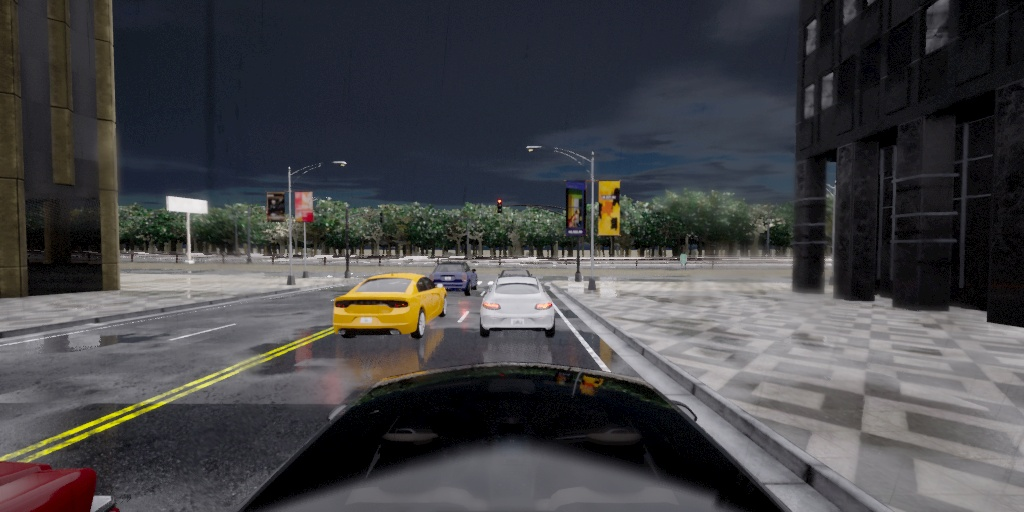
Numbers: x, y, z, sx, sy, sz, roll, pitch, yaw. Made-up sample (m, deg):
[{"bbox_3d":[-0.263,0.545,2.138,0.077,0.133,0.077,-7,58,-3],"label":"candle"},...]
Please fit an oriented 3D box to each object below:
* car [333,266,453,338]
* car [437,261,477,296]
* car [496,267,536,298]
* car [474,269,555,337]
[{"bbox_3d":[-3.114,1.223,10.157,1.882,1.535,5.008,0,0,0],"label":"car"},{"bbox_3d":[-3.072,1.093,19.339,2.097,1.767,4.553,0,0,0],"label":"car"},{"bbox_3d":[0.180,1.342,19.328,1.895,1.301,4.718,0,0,0],"label":"car"},{"bbox_3d":[0.138,1.271,10.166,1.812,1.442,4.674,0,0,0],"label":"car"}]
